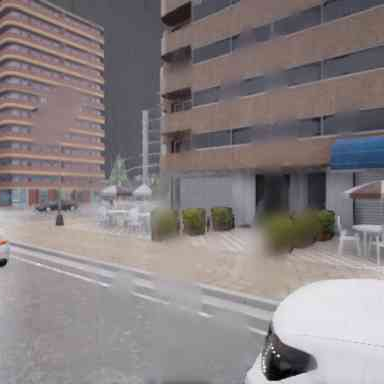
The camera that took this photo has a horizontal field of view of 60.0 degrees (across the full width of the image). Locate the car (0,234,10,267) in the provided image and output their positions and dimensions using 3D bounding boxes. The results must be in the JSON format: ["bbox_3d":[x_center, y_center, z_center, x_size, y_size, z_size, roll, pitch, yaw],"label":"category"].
[{"bbox_3d":[-7.210,1.518,10.162,4.674,1.442,1.812,0,0,40],"label":"car"}]

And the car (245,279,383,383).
[{"bbox_3d":[3.075,1.219,1.777,5.566,2.045,2.150,0,0,35],"label":"car"}]

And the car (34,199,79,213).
[{"bbox_3d":[-15.467,1.536,38.181,1.837,1.490,4.892,0,0,40],"label":"car"}]
